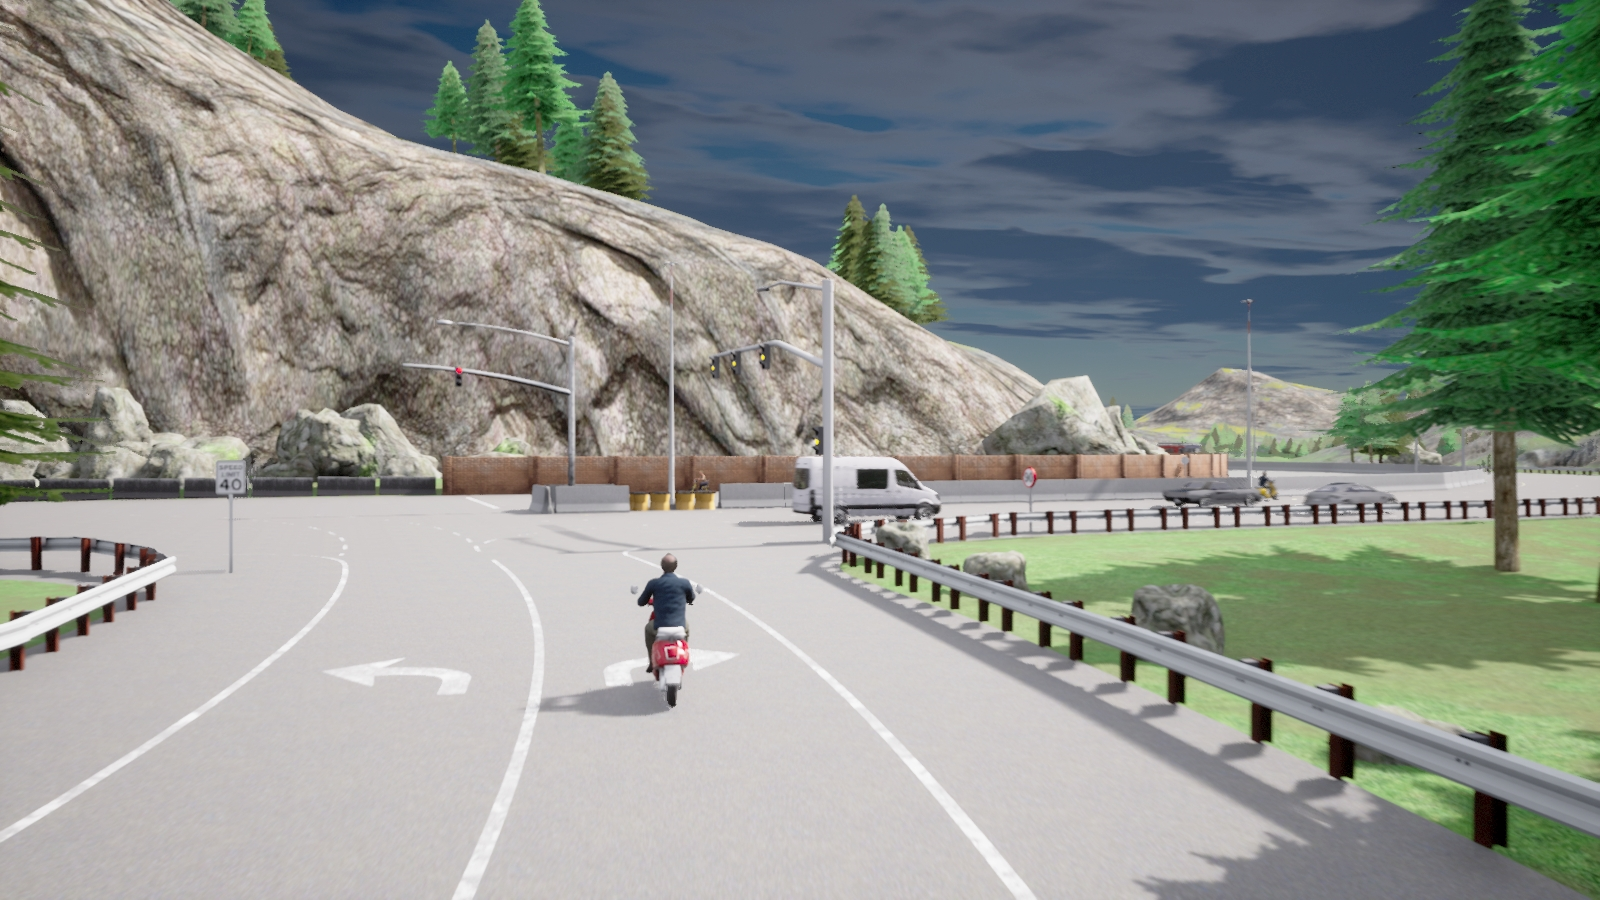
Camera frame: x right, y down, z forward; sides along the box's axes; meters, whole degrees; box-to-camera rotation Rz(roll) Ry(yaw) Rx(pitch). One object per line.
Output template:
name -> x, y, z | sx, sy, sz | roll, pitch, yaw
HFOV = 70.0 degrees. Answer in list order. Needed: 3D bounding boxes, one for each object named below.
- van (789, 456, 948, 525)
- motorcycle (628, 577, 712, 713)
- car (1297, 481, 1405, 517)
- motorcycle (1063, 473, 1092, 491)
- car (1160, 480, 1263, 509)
van -> 2.701, 1.530, 44.646 | 5.915, 2.561, 1.988 | 0, 0, -23
motorcycle -> -1.520, 2.181, 13.106 | 0.856, 1.236, 1.805 | 0, 0, -10
car -> 24.015, 2.111, 49.801 | 4.181, 1.385, 1.994 | 0, 0, -24
motorcycle -> 18.883, 2.173, 77.675 | 1.805, 1.236, 0.856 | 0, -1, -26
car -> 20.091, 2.148, 55.720 | 4.718, 1.301, 1.895 | 0, 0, -23
